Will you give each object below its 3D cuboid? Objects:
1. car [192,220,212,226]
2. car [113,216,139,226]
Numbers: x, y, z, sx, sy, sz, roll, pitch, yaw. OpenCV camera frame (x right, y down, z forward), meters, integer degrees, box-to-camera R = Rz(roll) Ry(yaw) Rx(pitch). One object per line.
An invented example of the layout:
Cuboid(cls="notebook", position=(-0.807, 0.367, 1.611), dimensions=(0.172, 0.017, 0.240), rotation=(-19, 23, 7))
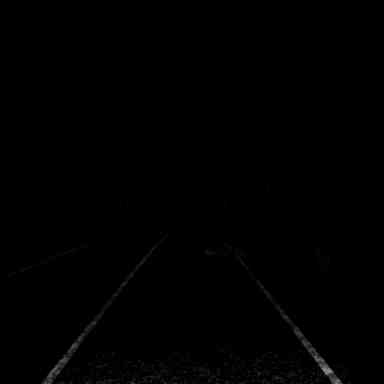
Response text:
Cuboid(cls="car", position=(2.132, 6.945, 74.712), dimensions=(4.902, 1.511, 2.128), rotation=(-1, -5, 16))
Cuboid(cls="car", position=(-14.088, 6.259, 71.430), dimensions=(5.566, 2.045, 2.150), rotation=(3, -6, -41))
